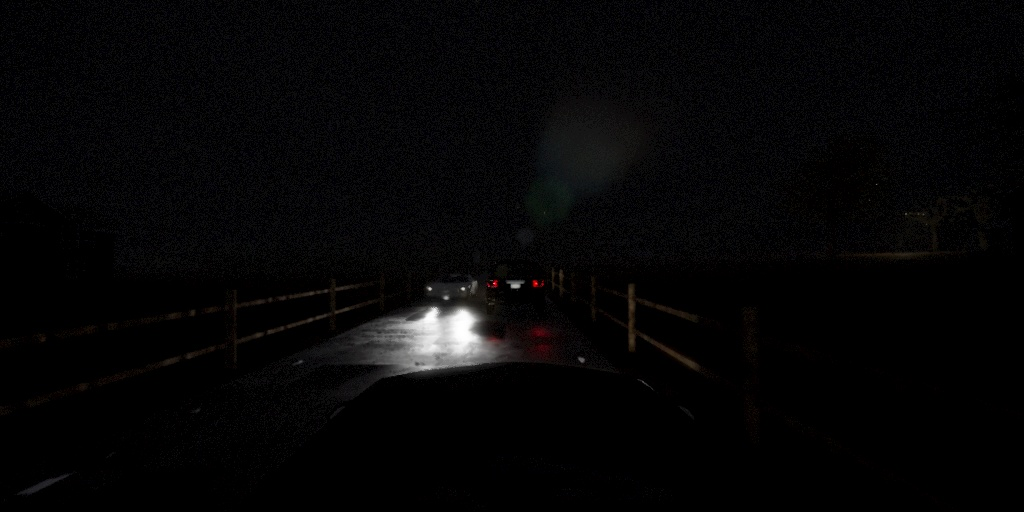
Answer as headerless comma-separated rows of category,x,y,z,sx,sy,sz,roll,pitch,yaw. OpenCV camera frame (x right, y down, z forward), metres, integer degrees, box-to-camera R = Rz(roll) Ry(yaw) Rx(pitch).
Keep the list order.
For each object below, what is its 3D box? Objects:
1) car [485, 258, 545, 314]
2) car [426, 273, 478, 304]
car,0.127,1.117,14.765,2.150,2.045,5.566,0,0,0
car,-2.808,1.522,17.574,1.895,1.301,4.718,0,-1,0
